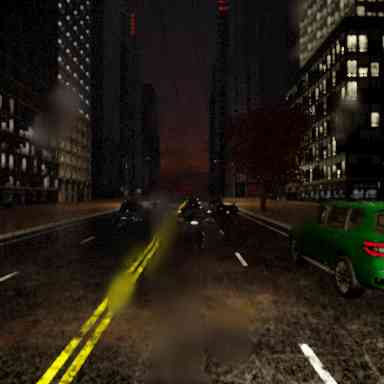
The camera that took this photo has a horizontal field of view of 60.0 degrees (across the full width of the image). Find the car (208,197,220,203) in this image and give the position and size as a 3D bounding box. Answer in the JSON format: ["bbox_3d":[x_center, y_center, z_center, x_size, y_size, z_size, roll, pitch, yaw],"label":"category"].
[{"bbox_3d":[3.347,1.430,48.719,1.882,1.535,5.008,0,0,1],"label":"car"}]

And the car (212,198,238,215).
[{"bbox_3d":[3.345,1.570,32.903,1.895,1.301,4.718,0,0,1],"label":"car"}]

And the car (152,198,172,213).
[{"bbox_3d":[-3.291,1.452,37.189,2.128,1.511,4.902,0,0,0],"label":"car"}]

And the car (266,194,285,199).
[{"bbox_3d":[20.044,1.211,83.175,4.403,1.369,2.008,-1,0,-1],"label":"car"}]

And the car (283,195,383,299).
[{"bbox_3d":[4.236,1.219,8.581,2.150,2.045,5.566,0,0,0],"label":"car"}]

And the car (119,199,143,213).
[{"bbox_3d":[-6.547,1.506,36.456,2.033,1.411,5.357,0,0,0],"label":"car"}]

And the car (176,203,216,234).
[{"bbox_3d":[0.124,1.544,19.012,1.994,1.385,4.181,0,0,0],"label":"car"}]

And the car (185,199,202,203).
[{"bbox_3d":[0.141,1.508,39.094,2.033,1.411,5.357,0,0,0],"label":"car"}]
